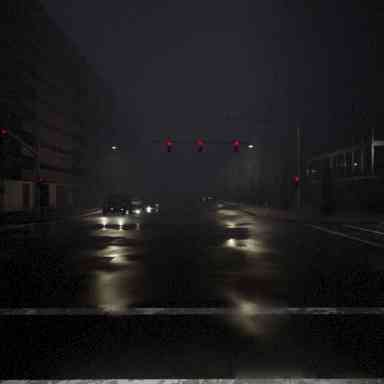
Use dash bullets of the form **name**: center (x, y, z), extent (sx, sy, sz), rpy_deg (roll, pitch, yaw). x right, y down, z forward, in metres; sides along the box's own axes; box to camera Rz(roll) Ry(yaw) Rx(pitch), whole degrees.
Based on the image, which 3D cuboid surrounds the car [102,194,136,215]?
- **car**: center (-7.455, 1.221, 33.762), extent (2.150, 2.045, 5.566), rpy_deg (0, 0, 0)

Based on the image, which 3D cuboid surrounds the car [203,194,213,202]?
- **car**: center (3.485, 1.355, 74.641), extent (2.097, 1.767, 4.553), rpy_deg (0, 0, 1)

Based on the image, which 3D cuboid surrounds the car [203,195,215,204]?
- **car**: center (3.478, 1.492, 64.776), extent (2.128, 1.511, 4.902), rpy_deg (0, 0, 1)

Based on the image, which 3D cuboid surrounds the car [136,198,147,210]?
- **car**: center (-7.440, 1.526, 43.556), extent (1.812, 1.442, 4.674), rpy_deg (0, 0, 1)

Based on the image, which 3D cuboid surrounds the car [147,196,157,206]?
- **car**: center (-7.331, 1.601, 53.526), extent (1.895, 1.301, 4.718), rpy_deg (0, 0, 1)

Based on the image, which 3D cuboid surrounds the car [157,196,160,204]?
- **car**: center (-7.180, 1.526, 63.880), extent (1.812, 1.442, 4.674), rpy_deg (0, 0, 1)

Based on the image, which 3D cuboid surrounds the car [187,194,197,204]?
- **car**: center (-0.021, 1.564, 64.686), extent (1.994, 1.385, 4.181), rpy_deg (0, 0, 1)
